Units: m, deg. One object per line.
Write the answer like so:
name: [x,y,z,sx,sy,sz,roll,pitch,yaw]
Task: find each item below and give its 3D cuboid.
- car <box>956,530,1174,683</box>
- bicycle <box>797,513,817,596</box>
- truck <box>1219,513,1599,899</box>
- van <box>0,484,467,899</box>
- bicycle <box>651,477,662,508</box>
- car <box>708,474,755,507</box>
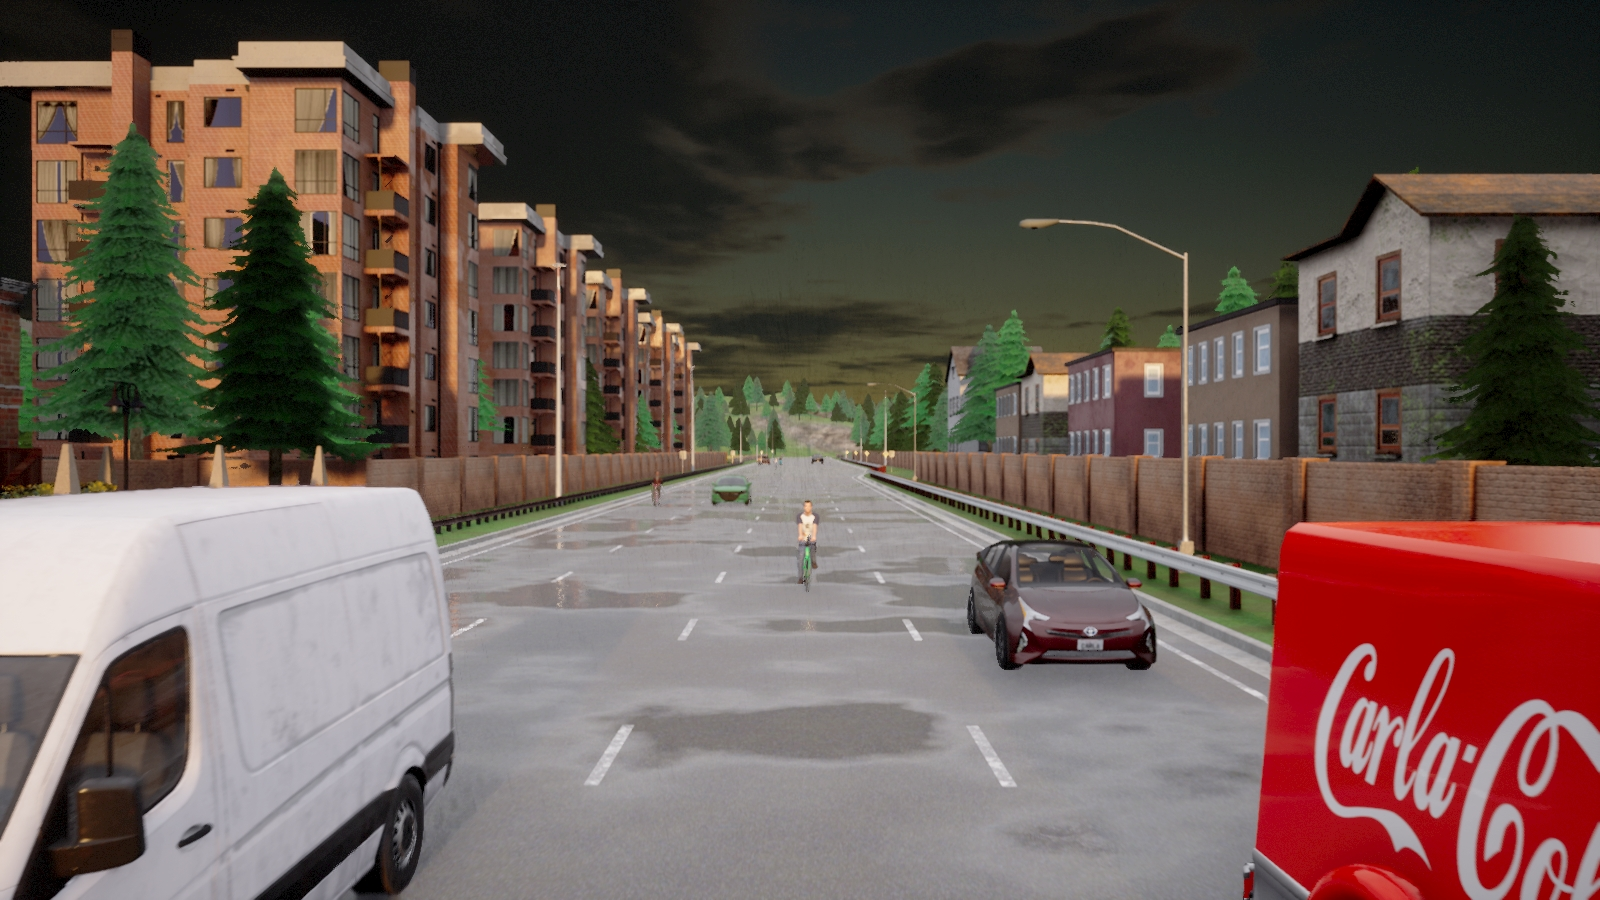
car: [3.499,2.044,16.022,2.007,1.525,4.514,0,0,0]
bicycle: [0.150,2.062,22.919,0.373,1.496,1.643,0,1,2]
truck: [3.500,1.567,3.352,2.627,2.467,5.204,0,0,0]
van: [-3.493,1.536,5.577,1.988,2.561,5.915,0,0,0]
bicycle: [-6.992,2.075,55.821,0.329,1.471,1.835,0,0,0]
car: [-3.500,2.049,59.117,2.097,1.535,5.006,0,0,0]
